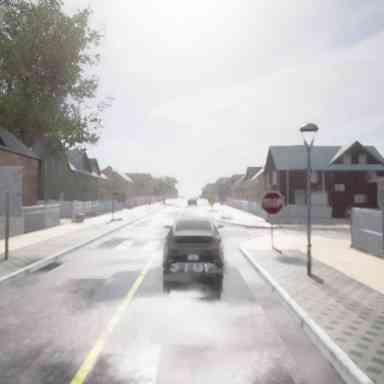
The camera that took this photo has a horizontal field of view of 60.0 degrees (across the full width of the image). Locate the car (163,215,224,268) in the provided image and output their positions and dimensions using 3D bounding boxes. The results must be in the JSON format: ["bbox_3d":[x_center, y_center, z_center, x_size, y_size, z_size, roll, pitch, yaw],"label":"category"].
[{"bbox_3d":[0.058,1.572,11.565,1.837,1.490,4.892,0,0,1],"label":"car"}]

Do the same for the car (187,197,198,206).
[{"bbox_3d":[0.078,1.902,63.323,1.882,1.535,5.008,0,-1,0],"label":"car"}]

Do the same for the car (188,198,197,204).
[{"bbox_3d":[0.038,1.941,74.269,1.895,1.301,4.718,0,0,0],"label":"car"}]
